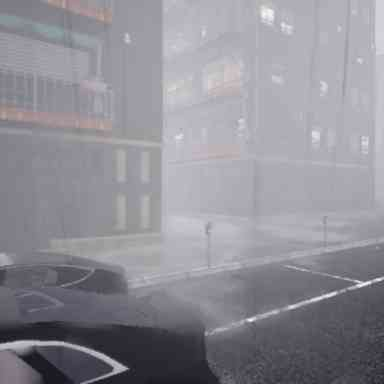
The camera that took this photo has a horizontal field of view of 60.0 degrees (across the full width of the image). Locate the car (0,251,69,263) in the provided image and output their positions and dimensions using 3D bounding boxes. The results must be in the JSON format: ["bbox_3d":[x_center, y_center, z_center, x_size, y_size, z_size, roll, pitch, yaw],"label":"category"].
[{"bbox_3d":[-2.943,1.566,4.458,4.313,1.339,1.947,0,0,-35],"label":"car"}]

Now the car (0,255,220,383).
[{"bbox_3d":[-2.050,1.492,1.916,4.902,1.511,2.128,0,0,-35],"label":"car"}]

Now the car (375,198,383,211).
[{"bbox_3d":[19.378,1.319,33.564,2.008,1.369,4.403,1,0,-36],"label":"car"}]
